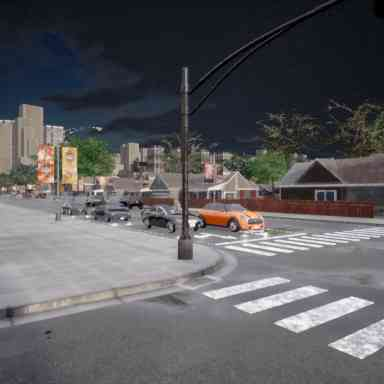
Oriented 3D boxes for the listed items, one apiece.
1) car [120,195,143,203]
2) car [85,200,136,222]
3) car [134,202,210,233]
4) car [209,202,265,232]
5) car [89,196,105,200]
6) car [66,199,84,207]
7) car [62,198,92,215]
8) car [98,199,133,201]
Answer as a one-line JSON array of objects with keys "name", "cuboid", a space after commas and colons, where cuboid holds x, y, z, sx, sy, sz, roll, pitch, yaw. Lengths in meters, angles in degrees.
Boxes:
[{"name": "car", "cuboid": [-9.152, 1.486, 48.634, 2.150, 2.045, 5.566, 0, 0, -35]}, {"name": "car", "cuboid": [-7.092, 1.710, 28.556, 2.033, 1.411, 5.357, 0, 0, -36]}, {"name": "car", "cuboid": [-1.377, 1.592, 20.540, 2.128, 1.511, 4.902, 0, 0, -35]}, {"name": "car", "cuboid": [2.366, 1.440, 20.911, 2.097, 1.767, 4.553, 0, 0, -36]}, {"name": "car", "cuboid": [-15.255, 1.776, 51.595, 1.882, 1.535, 5.008, 0, -1, -35]}, {"name": "car", "cuboid": [-21.141, 1.956, 59.872, 1.895, 1.301, 4.718, 0, 0, -35]}, {"name": "car", "cuboid": [-13.105, 1.730, 37.033, 1.837, 1.490, 4.892, 0, 0, -35]}, {"name": "car", "cuboid": [-8.460, 1.767, 36.107, 1.994, 1.385, 4.181, 0, 0, -35]}]
